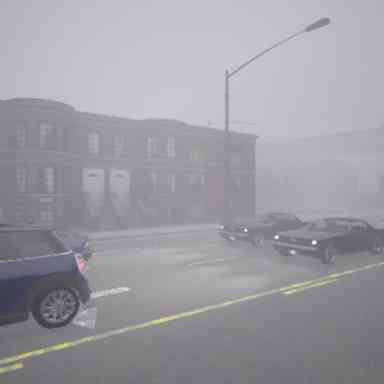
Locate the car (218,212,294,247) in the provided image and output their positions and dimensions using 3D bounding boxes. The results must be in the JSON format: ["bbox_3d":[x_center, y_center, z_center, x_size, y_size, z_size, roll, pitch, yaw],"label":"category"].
[{"bbox_3d":[3.472,1.600,15.037,4.718,1.301,1.895,0,0,-35],"label":"car"}]

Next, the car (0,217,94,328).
[{"bbox_3d":[-4.103,1.351,5.361,4.553,1.767,2.097,0,0,-35],"label":"car"}]

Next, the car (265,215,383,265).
[{"bbox_3d":[5.014,1.600,11.840,4.718,1.301,1.895,0,0,-35],"label":"car"}]

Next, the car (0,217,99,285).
[{"bbox_3d":[-5.417,1.548,8.725,5.357,1.411,2.033,0,0,-36],"label":"car"}]
